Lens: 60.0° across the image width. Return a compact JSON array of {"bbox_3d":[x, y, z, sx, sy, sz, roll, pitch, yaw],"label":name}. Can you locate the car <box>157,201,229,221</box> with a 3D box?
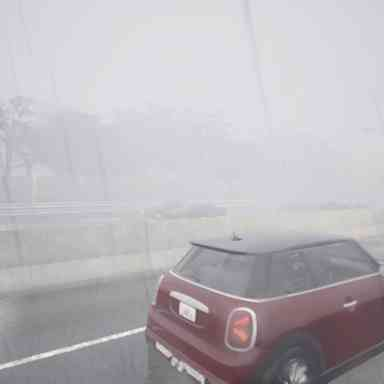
[{"bbox_3d":[0.342,1.539,25.573,5.357,1.411,2.033,0,0,-35],"label":"car"}]

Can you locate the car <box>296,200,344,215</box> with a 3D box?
[{"bbox_3d":[13.515,1.548,34.982,5.357,1.411,2.033,0,0,-35],"label":"car"}]

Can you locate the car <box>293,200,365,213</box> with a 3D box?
[{"bbox_3d":[9.891,1.485,23.867,4.902,1.511,2.128,0,0,-35],"label":"car"}]

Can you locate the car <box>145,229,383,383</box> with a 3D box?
[{"bbox_3d":[1.678,1.348,4.936,4.553,1.767,2.097,0,0,-35],"label":"car"}]

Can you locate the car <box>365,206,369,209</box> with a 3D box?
[{"bbox_3d":[14.697,1.601,31.534,4.718,1.301,1.895,0,0,-35],"label":"car"}]

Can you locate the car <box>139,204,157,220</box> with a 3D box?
[{"bbox_3d":[-1.985,1.482,27.417,4.902,1.511,2.128,0,0,-38],"label":"car"}]

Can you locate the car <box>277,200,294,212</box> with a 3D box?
[{"bbox_3d":[11.582,1.564,37.808,4.181,1.385,1.994,0,0,-36],"label":"car"}]
